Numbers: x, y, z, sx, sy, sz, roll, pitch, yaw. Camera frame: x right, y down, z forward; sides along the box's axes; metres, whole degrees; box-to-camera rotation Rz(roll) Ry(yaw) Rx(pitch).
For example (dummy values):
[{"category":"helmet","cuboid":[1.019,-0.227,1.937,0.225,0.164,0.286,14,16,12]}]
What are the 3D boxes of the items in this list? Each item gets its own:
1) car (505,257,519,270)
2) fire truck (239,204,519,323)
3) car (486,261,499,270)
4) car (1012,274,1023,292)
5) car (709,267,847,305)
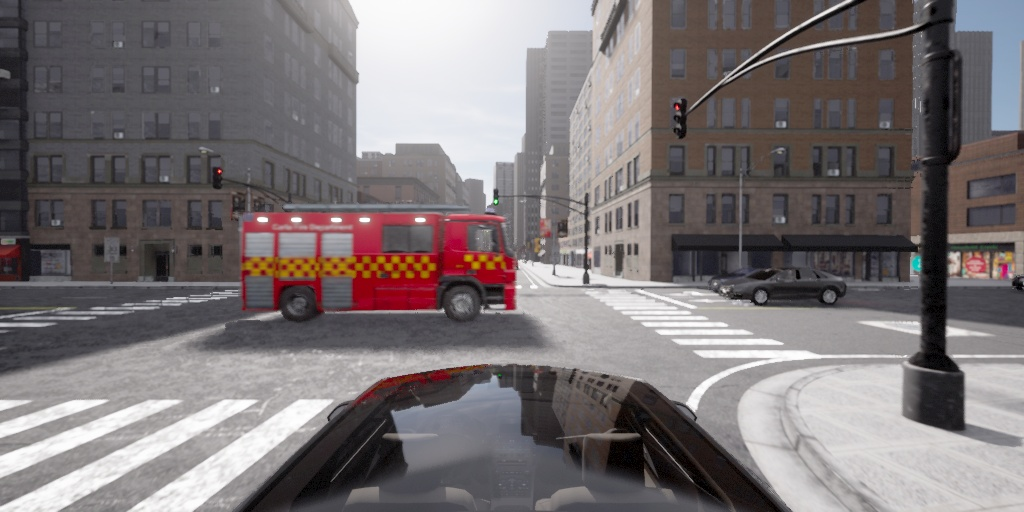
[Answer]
[{"category":"car","cuboid":[-0.015,1.229,60.344,2.150,2.045,5.566,0,0,0]},{"category":"fire truck","cuboid":[-4.087,0.135,12.246,8.468,3.827,2.891,0,0,0]},{"category":"car","cuboid":[-3.267,1.561,60.695,1.994,1.385,4.181,0,0,0]},{"category":"car","cuboid":[29.712,1.226,18.956,4.902,1.511,2.128,0,0,0]},{"category":"car","cuboid":[11.689,1.267,15.658,4.892,1.490,1.837,-1,1,-1]}]
